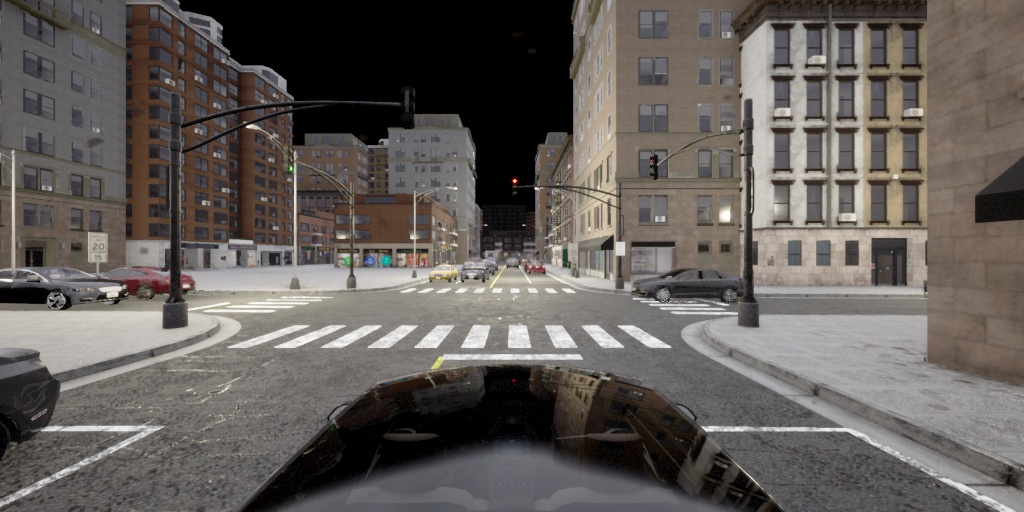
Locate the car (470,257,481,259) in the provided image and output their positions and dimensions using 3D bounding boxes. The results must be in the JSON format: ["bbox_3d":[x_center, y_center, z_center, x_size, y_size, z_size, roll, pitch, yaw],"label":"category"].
[{"bbox_3d":[-5.359,1.068,51.205,2.192,1.841,5.009,0,0,0],"label":"car"}]

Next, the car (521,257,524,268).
[{"bbox_3d":[2.662,1.067,45.537,2.192,1.841,5.009,0,0,0],"label":"car"}]

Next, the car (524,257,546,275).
[{"bbox_3d":[2.659,1.191,39.875,1.967,1.591,4.097,0,0,0],"label":"car"}]

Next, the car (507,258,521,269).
[{"bbox_3d":[0.126,1.318,58.606,1.994,1.385,4.181,0,0,1],"label":"car"}]

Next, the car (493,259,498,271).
[{"bbox_3d":[-2.824,1.315,38.108,1.994,1.385,4.181,0,0,0],"label":"car"}]

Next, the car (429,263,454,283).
[{"bbox_3d":[-5.373,1.276,28.387,1.751,1.417,4.829,0,0,0],"label":"car"}]

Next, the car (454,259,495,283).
[{"bbox_3d":[-2.821,1.242,28.207,2.128,1.511,4.902,0,0,2],"label":"car"}]

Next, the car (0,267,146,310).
[{"bbox_3d":[-17.276,1.162,13.382,4.902,1.511,2.128,0,0,2],"label":"car"}]

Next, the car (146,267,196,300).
[{"bbox_3d":[-17.125,1.198,16.321,4.674,1.442,1.812,0,0,0],"label":"car"}]

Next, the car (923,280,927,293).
[{"bbox_3d":[22.362,1.090,16.331,5.566,2.045,2.150,0,0,0],"label":"car"}]

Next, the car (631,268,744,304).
[{"bbox_3d":[7.985,1.300,16.329,4.892,1.490,1.837,0,0,0],"label":"car"}]

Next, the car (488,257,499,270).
[{"bbox_3d":[-2.810,1.278,48.183,1.812,1.442,4.674,0,0,0],"label":"car"}]

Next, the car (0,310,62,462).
[{"bbox_3d":[-5.388,1.300,1.711,2.007,1.370,4.403,0,0,0],"label":"car"}]
